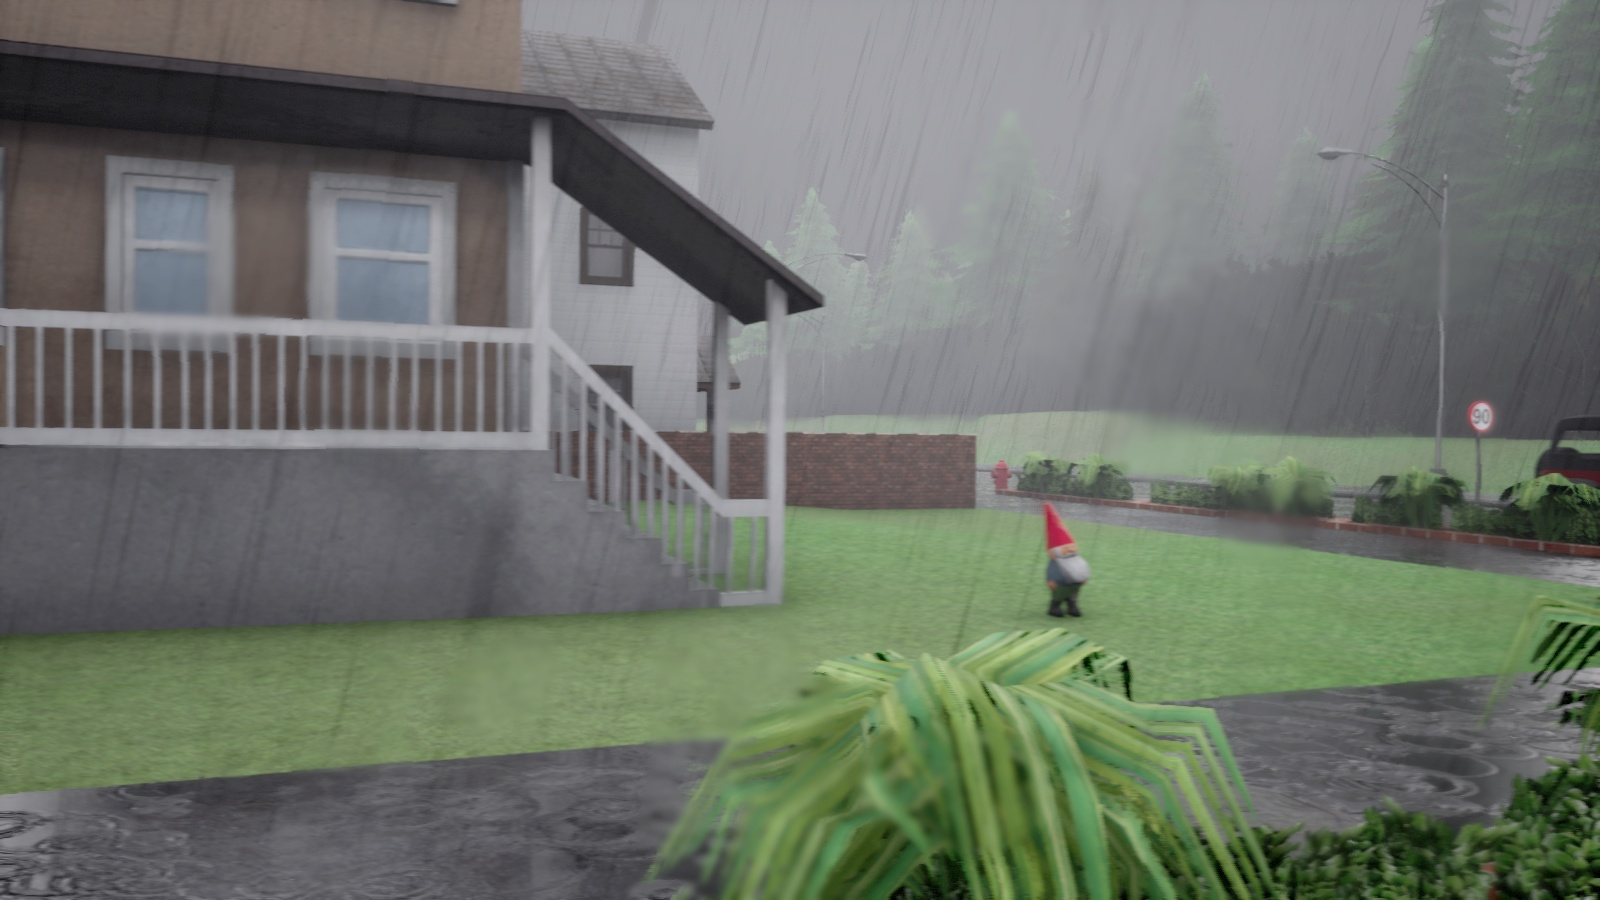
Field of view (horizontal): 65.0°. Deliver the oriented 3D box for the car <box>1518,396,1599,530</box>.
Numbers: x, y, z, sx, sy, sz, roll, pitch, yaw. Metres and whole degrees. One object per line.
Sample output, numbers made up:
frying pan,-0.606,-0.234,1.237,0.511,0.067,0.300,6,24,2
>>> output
car,12.330,0.178,17.347,1.905,1.878,3.866,-1,1,-21
